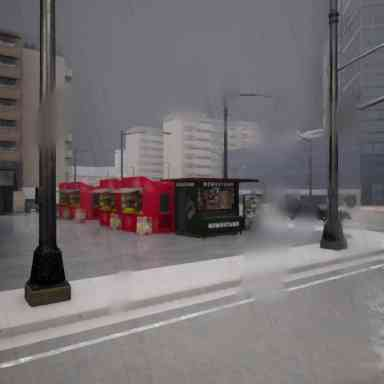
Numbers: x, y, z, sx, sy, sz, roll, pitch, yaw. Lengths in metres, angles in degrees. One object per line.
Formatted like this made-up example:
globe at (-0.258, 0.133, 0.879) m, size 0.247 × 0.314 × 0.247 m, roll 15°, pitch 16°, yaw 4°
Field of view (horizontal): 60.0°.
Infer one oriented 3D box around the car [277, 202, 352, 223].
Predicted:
car at (9.759, 1.651, 26.514) m, size 2.033 × 1.411 × 5.357 m, roll 0°, pitch -1°, yaw -36°

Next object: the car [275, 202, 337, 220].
car at (10.588, 1.688, 31.321) m, size 2.033 × 1.411 × 5.357 m, roll 0°, pitch -1°, yaw -36°
